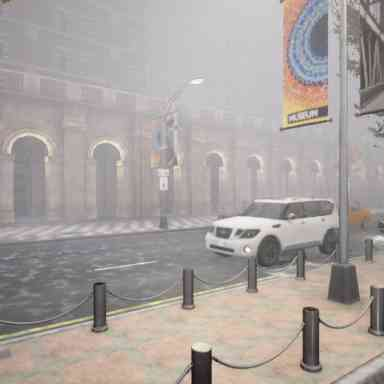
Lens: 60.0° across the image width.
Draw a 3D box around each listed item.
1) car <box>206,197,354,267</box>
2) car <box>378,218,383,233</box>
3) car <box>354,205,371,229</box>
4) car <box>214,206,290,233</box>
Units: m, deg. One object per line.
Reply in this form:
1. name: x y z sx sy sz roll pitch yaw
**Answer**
1. car: 3.115 1.220 11.792 5.566 2.045 2.150 0 0 -36
2. car: 12.124 1.525 18.288 4.674 1.442 1.812 0 0 -36
3. car: 8.945 1.477 20.283 5.008 1.535 1.882 0 0 -35
4. car: 3.782 1.595 20.477 4.718 1.301 1.895 0 0 -36
